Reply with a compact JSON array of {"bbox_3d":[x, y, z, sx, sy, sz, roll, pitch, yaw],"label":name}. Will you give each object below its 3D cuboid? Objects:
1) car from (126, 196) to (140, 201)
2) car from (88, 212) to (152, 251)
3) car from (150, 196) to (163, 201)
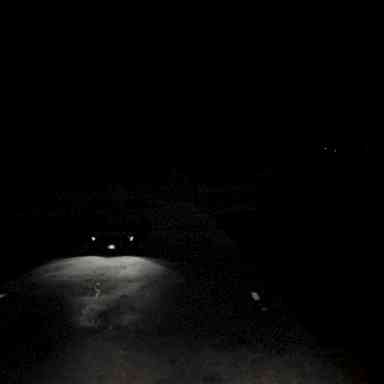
[{"bbox_3d":[-15.091,1.791,90.367,1.882,1.535,5.008,-1,0,-40],"label":"car"},{"bbox_3d":[-2.848,1.575,14.438,2.033,1.411,5.357,0,0,0],"label":"car"},{"bbox_3d":[-9.676,1.805,87.684,1.895,1.301,4.718,-1,0,-35],"label":"car"}]
